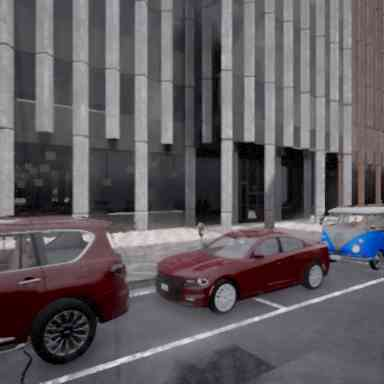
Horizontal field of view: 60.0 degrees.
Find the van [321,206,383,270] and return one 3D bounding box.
[{"bbox_3d":[5.899,1.376,10.883,3.998,1.788,1.690,0,0,-36],"label":"van"}]

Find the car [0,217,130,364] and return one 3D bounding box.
[{"bbox_3d":[-3.267,1.314,4.318,5.009,1.841,2.192,0,0,-36],"label":"car"}]

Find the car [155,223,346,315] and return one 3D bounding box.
[{"bbox_3d":[1.316,1.562,7.599,4.507,1.381,1.887,0,0,-36],"label":"car"}]
